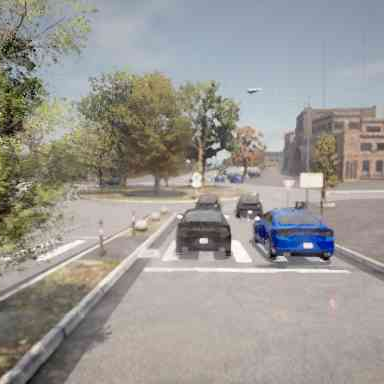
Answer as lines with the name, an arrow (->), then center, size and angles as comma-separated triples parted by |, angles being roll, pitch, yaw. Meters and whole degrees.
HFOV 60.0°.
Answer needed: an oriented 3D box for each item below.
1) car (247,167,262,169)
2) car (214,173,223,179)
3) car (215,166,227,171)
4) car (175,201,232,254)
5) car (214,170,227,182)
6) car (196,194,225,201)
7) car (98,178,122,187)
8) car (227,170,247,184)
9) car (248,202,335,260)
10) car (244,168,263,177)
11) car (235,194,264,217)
car -> 16.124, -5.202, 90.892 | 4.553, 1.767, 2.185 | 1, 6, 11
car -> 6.420, -3.844, 80.327 | 1.895, 1.301, 4.718 | 1, 6, 8
car -> 8.731, -5.616, 93.828 | 2.150, 2.045, 5.566 | 1, 6, 11
car -> 0.432, 1.330, 12.751 | 1.882, 1.535, 5.008 | 0, 1, 2
car -> 5.843, -3.036, 70.126 | 2.097, 1.767, 4.553 | 0, 6, 2
car -> 1.353, 0.933, 25.265 | 1.837, 1.490, 4.892 | 0, 4, 8
car -> -13.685, -1.674, 57.011 | 4.902, 1.511, 2.128 | -4, 6, -40
car -> 8.896, -2.825, 66.673 | 2.150, 2.045, 5.566 | 0, 6, -1
car -> 3.408, 1.347, 11.989 | 1.882, 1.535, 5.008 | 0, 1, 2
car -> 15.547, -4.794, 88.226 | 4.892, 1.521, 2.231 | 1, 6, 11
car -> 4.352, 0.948, 25.110 | 1.837, 1.490, 4.892 | 0, 4, 9
